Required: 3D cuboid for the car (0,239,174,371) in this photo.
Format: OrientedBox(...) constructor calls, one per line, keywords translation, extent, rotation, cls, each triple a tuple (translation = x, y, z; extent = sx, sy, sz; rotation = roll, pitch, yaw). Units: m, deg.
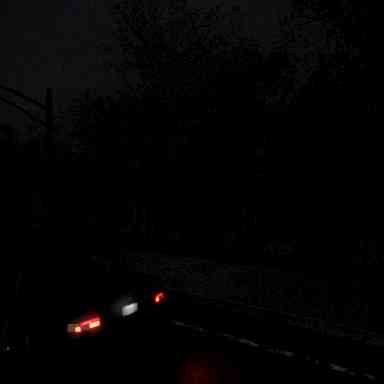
OrientedBox(translation=(-2.834, 1.547, 5.712), extent=(5.357, 1.411, 2.033), rotation=(0, 0, 36), cls="car")
